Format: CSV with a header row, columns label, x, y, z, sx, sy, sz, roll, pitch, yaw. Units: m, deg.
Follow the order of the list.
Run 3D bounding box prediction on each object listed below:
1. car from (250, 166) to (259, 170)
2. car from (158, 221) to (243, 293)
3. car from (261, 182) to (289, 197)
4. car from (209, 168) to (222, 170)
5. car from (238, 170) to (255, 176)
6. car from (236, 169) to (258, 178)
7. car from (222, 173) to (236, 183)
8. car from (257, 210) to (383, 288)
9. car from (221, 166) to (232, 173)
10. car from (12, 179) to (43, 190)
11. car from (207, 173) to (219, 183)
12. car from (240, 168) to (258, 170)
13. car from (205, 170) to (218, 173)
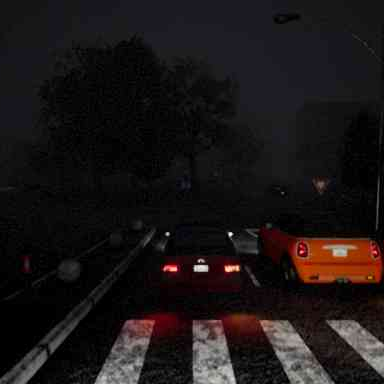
label,x,y,z,sx,sy,sz,roll,pitch,yaw
car,14.340,-5.134,88.328,5.566,2.045,2.435,1,6,10
car,0.197,1.493,8.979,2.033,1.411,5.357,0,1,1
car,9.370,-0.346,37.528,1.837,1.490,4.892,2,4,-5
car,5.949,-4.600,85.646,1.882,1.535,5.008,1,6,10
car,15.250,-5.366,93.595,4.674,1.452,2.002,1,6,11
car,12.939,-4.094,80.254,4.892,1.521,2.231,1,6,10
car,6.912,-2.494,64.905,1.895,1.301,4.718,0,5,0
car,3.207,1.295,9.285,2.097,1.767,4.553,0,1,1
car,9.531,-5.167,88.815,2.150,2.045,5.566,1,6,10
car,-24.221,-1.215,48.788,5.008,1.535,1.882,2,5,25
car,3.856,-2.448,64.021,1.994,1.385,4.181,0,5,1
car,13.434,-4.482,82.939,4.553,1.767,2.185,1,6,10
car,4.348,-3.542,75.343,2.033,1.411,5.357,0,5,6
